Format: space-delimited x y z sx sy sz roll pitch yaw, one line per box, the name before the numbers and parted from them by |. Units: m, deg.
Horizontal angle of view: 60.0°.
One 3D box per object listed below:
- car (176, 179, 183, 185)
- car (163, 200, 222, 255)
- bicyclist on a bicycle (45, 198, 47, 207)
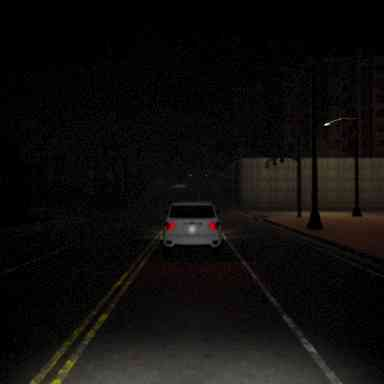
car | -3.441 -2.959 94.393 2.033 1.411 5.357 0 12 0
car | 0.010 1.349 14.018 2.150 2.045 5.566 0 0 0
bicyclist on a bicycle | -25.226 1.844 57.867 0.582 1.620 1.656 0 0 0
